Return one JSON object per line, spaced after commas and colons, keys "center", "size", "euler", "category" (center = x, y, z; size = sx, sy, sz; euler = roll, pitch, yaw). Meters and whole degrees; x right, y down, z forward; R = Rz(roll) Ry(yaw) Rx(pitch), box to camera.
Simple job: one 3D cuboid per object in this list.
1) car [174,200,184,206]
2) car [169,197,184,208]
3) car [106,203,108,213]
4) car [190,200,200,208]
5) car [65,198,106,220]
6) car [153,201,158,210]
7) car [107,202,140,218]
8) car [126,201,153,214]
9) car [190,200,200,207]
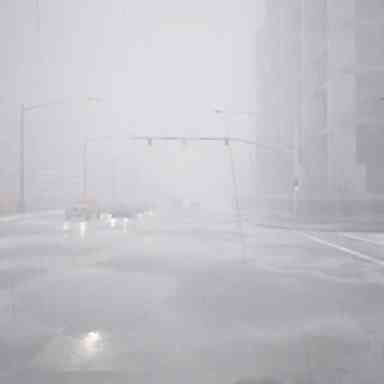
{"center": [-2.845, 2.453, 73.243], "size": [1.895, 1.301, 4.718], "euler": [0, -1, 1], "category": "car"}
{"center": [-3.040, 2.027, 62.605], "size": [2.150, 2.045, 5.566], "euler": [0, -1, 1], "category": "car"}
{"center": [-10.505, 2.113, 42.465], "size": [1.994, 1.385, 4.181], "euler": [0, -1, 0], "category": "car"}
{"center": [0.555, 2.332, 62.713], "size": [1.812, 1.442, 4.674], "euler": [0, -1, 1], "category": "car"}
{"center": [-10.659, 1.650, 33.065], "size": [2.150, 2.045, 5.566], "euler": [0, -1, 1], "category": "car"}
{"center": [-6.765, 2.193, 54.406], "size": [2.128, 1.511, 4.902], "euler": [0, -1, 1], "category": "car"}
{"center": [-7.125, 2.016, 34.994], "size": [1.994, 1.385, 4.181], "euler": [0, -1, 1], "category": "car"}
{"center": [-6.957, 2.118, 44.235], "size": [2.033, 1.411, 5.357], "euler": [0, -1, 2], "category": "car"}
{"center": [0.651, 2.461, 72.885], "size": [2.128, 1.511, 4.902], "euler": [0, -1, 1], "category": "car"}
